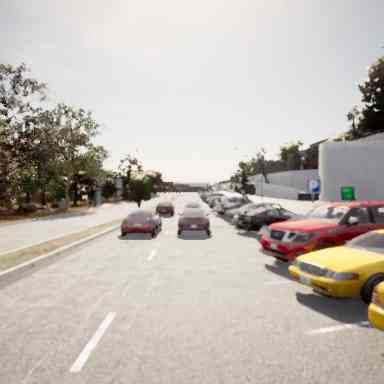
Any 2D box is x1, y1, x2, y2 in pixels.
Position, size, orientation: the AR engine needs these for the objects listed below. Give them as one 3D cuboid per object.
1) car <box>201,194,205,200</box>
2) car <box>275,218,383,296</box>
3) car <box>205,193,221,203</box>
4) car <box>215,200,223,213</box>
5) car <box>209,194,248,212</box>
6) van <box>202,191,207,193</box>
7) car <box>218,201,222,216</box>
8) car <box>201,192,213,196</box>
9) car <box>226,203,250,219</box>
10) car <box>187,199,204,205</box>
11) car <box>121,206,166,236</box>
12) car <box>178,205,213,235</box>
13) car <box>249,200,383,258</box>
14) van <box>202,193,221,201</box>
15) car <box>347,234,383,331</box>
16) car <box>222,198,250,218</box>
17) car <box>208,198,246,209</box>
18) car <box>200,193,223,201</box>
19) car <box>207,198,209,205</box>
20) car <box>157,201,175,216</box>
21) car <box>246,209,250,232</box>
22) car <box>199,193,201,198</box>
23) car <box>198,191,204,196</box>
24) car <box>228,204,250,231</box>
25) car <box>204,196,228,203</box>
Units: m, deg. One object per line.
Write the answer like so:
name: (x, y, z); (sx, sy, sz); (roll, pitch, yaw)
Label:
car: (5.068, 1.694, 67.998); (4.792, 1.488, 2.163); (1, 1, -20)
car: (4.898, 1.543, 7.899); (5.366, 1.575, 1.946); (1, 0, -20)
car: (5.063, 1.534, 43.975); (5.566, 2.045, 2.435); (1, 1, -20)
car: (5.107, 1.792, 31.994); (4.792, 1.488, 2.163); (1, -1, -20)
car: (5.111, 1.524, 34.995); (5.566, 2.045, 2.435); (1, 0, -20)
van: (5.208, 1.390, 77.022); (4.442, 1.987, 1.878); (1, 0, -20)
car: (5.083, 1.788, 28.969); (4.674, 1.452, 2.002); (1, 0, -20)
car: (5.068, 1.505, 73.988); (4.553, 1.767, 2.185); (1, 0, -20)
car: (5.080, 1.737, 22.970); (4.674, 1.452, 2.002); (1, 0, -20)
car: (0.112, 1.816, 36.107); (1.812, 1.442, 4.674); (0, 0, 0)
car: (-2.894, 1.743, 19.654); (1.994, 1.385, 4.181); (0, -1, 0)
car: (0.106, 1.709, 20.113); (1.812, 1.442, 4.674); (0, -1, 0)
car: (5.053, 1.326, 10.953); (5.566, 2.045, 2.435); (1, 0, -20)
van: (4.994, 1.337, 85.883); (4.442, 1.987, 1.878); (1, 1, -20)
car: (5.245, 1.525, 5.032); (5.366, 1.575, 1.946); (1, -1, -20)
car: (5.111, 1.598, 25.982); (4.553, 1.767, 2.185); (1, 0, -20)
car: (5.259, 1.763, 50.068); (5.366, 1.575, 1.946); (1, 0, -20)
car: (5.130, 1.295, 88.926); (5.566, 2.045, 2.435); (1, 0, -20)
car: (4.911, 1.777, 37.921); (5.366, 1.575, 1.946); (1, 0, -20)
car: (-2.888, 1.769, 36.602); (1.882, 1.535, 5.008); (0, 0, 0)
car: (5.049, 1.635, 13.953); (4.792, 1.488, 2.163); (1, 0, -20)
car: (5.092, 1.598, 79.963); (4.892, 1.521, 2.231); (1, 0, -20)
car: (5.077, 1.329, 82.930); (5.566, 2.045, 2.435); (1, 1, -20)
car: (5.070, 1.668, 19.970); (5.008, 1.535, 2.097); (1, -1, -20)
car: (5.090, 1.688, 71.016); (4.674, 1.452, 2.002); (1, 0, -20)
